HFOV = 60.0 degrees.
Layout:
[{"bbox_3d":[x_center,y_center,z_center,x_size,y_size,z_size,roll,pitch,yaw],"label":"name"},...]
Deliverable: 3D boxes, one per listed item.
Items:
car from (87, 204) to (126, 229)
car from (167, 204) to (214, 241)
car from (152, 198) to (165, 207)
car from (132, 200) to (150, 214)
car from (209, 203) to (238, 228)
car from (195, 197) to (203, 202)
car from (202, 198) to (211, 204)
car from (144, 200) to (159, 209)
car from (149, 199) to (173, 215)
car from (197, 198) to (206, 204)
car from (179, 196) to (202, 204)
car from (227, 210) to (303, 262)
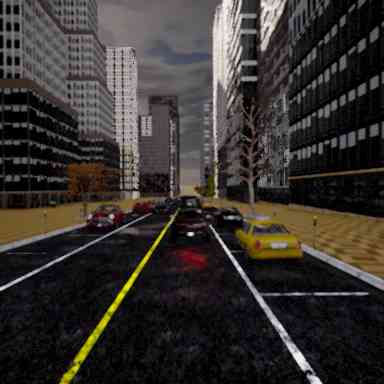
[{"bbox_3d":[-5.920,1.608,23.220,1.967,1.590,4.097,-1,0,-1],"label":"car"},{"bbox_3d":[-0.075,1.601,17.163,1.837,1.490,4.892,0,0,0],"label":"car"},{"bbox_3d":[-6.282,1.956,62.592,2.008,1.369,4.403,-1,0,-1],"label":"car"},{"bbox_3d":[-6.074,1.812,40.093,1.887,1.381,4.507,-1,0,-1],"label":"car"},{"bbox_3d":[2.463,1.678,23.297,1.947,1.339,4.313,-2,0,-1],"label":"car"},{"bbox_3d":[1.836,2.081,90.793,2.008,1.369,4.403,-2,0,-1],"label":"car"},{"bbox_3d":[2.199,1.806,51.590,1.752,1.417,4.829,-2,0,-1],"label":"car"},{"bbox_3d":[-6.177,1.918,51.342,1.802,1.307,4.206,-1,0,-1],"label":"car"},{"bbox_3d":[-3.348,1.798,37.680,1.994,1.385,4.181,0,0,-1],"label":"car"},{"bbox_3d":[1.994,2.003,73.919,1.802,1.307,4.206,-2,0,-1],"label":"car"},{"bbox_3d":[-0.263,1.440,38.641,2.150,2.045,5.566,0,0,0],"label":"car"},{"bbox_3d":[2.565,1.575,12.220,1.752,1.417,4.829,-2,0,-1],"label":"car"}]
